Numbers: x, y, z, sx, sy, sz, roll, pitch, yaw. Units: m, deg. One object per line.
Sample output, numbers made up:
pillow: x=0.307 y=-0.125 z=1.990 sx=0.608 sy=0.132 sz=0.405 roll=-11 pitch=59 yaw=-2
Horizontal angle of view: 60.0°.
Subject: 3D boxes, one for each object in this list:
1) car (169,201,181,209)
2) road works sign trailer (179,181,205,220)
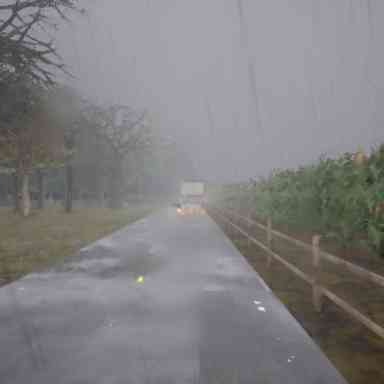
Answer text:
car: x=-2.816 y=2.169 z=56.800 sx=1.895 sy=1.301 sz=4.718 roll=0 pitch=-1 yaw=1
road works sign trailer: x=-0.003 y=0.725 z=31.284 sx=2.380 sy=3.560 sz=2.880 roll=0 pitch=-1 yaw=0
